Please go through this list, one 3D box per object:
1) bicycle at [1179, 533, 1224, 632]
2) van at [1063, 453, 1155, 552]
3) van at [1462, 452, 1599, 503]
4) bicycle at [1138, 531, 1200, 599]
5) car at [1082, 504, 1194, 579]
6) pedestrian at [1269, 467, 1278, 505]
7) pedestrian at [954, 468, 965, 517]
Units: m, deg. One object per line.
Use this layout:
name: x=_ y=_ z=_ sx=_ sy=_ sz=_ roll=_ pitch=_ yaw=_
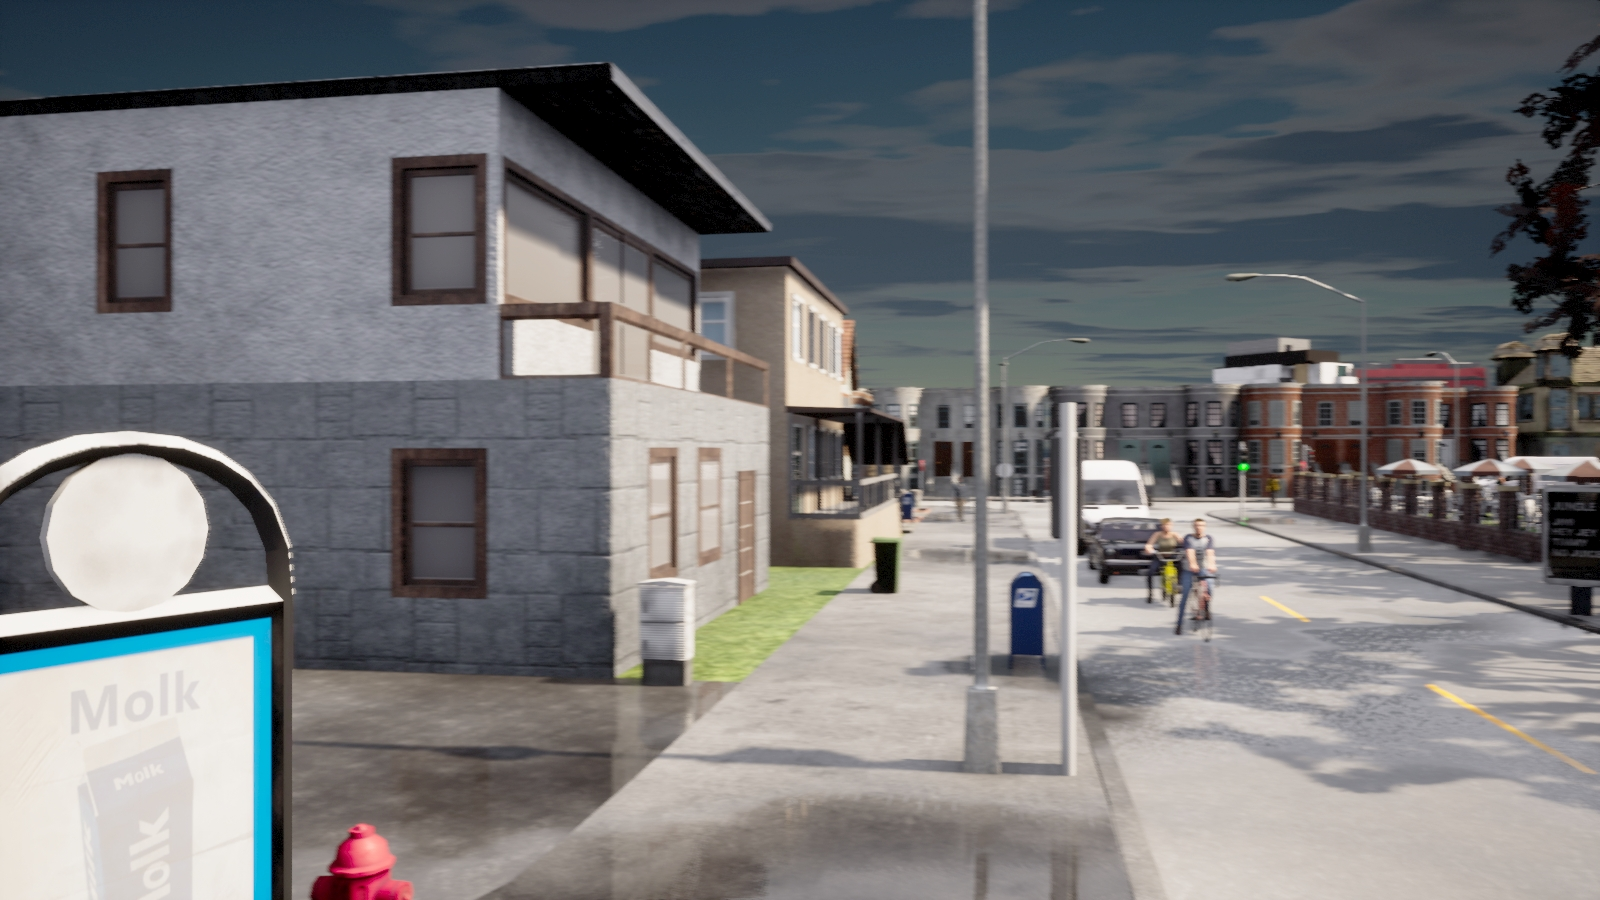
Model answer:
bicycle: x=6.070 y=1.971 z=17.330 sx=0.373 sy=1.296 sz=1.643 roll=0 pitch=0 yaw=10
van: x=8.748 y=1.384 z=32.831 sx=1.988 sy=2.561 sz=5.915 roll=0 pitch=0 yaw=10
van: x=37.834 y=1.408 z=59.069 sx=5.915 sy=2.561 sz=1.988 roll=0 pitch=0 yaw=10
bicycle: x=6.730 y=2.079 z=20.917 sx=0.859 sy=1.080 sz=1.487 roll=0 pitch=0 yaw=9
car: x=7.512 y=1.989 z=25.819 sx=1.895 sy=1.301 sz=4.718 roll=0 pitch=0 yaw=10
pedestrian: x=22.982 y=1.734 z=55.405 sx=0.375 sy=1.860 sz=0.375 roll=0 pitch=0 yaw=25
pedestrian: x=6.140 y=1.628 z=43.880 sx=0.375 sy=1.860 sz=0.375 roll=0 pitch=0 yaw=3
